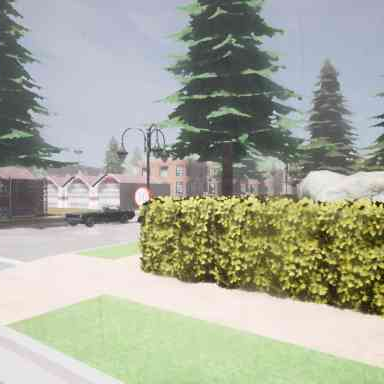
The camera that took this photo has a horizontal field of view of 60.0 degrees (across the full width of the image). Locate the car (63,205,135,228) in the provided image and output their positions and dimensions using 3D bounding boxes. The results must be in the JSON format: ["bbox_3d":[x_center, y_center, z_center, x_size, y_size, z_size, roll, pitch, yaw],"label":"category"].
[{"bbox_3d":[-6.119,1.562,22.343,1.895,1.301,4.718,0,0,35],"label":"car"}]
